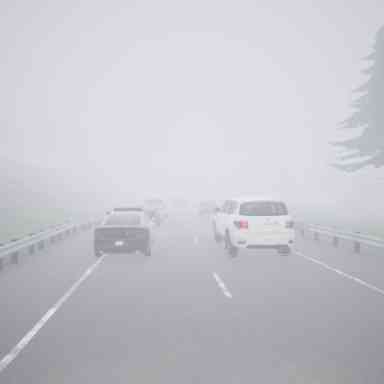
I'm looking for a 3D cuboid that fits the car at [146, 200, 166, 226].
[{"bbox_3d":[-2.988,1.516,22.951,1.812,1.442,4.674,0,0,-2],"label":"car"}]

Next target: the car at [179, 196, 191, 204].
[{"bbox_3d":[-1.304,1.462,63.541,2.128,1.511,4.902,0,0,2],"label":"car"}]

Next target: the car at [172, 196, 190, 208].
[{"bbox_3d":[-1.837,1.329,48.486,2.097,1.767,4.553,0,0,2],"label":"car"}]

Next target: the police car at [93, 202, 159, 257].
[{"bbox_3d":[-2.484,1.420,13.098,1.930,1.638,5.238,0,0,-4],"label":"police car"}]

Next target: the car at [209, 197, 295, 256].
[{"bbox_3d":[2.209,1.215,13.237,2.150,2.045,5.566,0,0,-4],"label":"car"}]

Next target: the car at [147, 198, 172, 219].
[{"bbox_3d":[-3.129,1.338,28.904,2.097,1.767,4.553,0,0,-1],"label":"car"}]

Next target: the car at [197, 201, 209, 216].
[{"bbox_3d":[1.532,1.532,31.807,2.033,1.411,5.357,0,0,0],"label":"car"}]
